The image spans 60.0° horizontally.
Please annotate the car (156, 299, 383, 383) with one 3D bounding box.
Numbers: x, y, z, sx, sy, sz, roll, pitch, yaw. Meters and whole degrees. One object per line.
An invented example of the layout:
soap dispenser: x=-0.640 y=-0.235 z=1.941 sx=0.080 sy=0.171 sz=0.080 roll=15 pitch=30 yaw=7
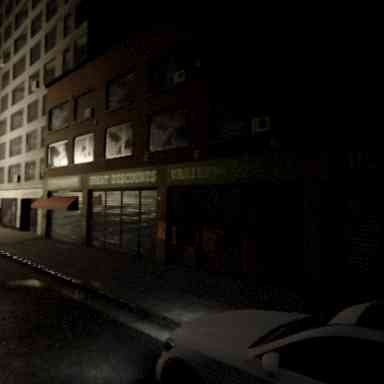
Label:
car: x=1.639 y=1.703 z=2.812 sx=1.812 sy=1.442 sz=4.674 roll=4 pitch=-4 yaw=-44
